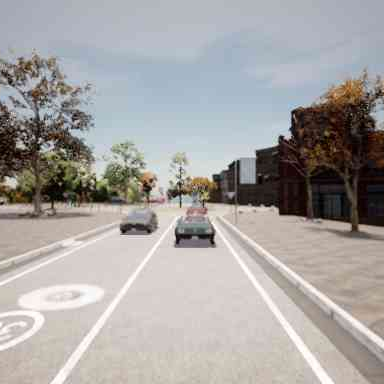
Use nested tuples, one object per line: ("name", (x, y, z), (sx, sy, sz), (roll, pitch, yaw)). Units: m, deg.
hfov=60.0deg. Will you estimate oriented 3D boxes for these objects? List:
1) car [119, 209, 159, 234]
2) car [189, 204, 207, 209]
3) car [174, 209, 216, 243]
("car", (-3.232, 1.774, 21.312), (2.033, 1.411, 5.357), (0, -1, 1))
("car", (0.587, 1.921, 33.676), (1.994, 1.385, 4.181), (0, -1, 6))
("car", (0.137, 1.783, 17.014), (1.895, 1.301, 4.718), (0, -1, 0))
